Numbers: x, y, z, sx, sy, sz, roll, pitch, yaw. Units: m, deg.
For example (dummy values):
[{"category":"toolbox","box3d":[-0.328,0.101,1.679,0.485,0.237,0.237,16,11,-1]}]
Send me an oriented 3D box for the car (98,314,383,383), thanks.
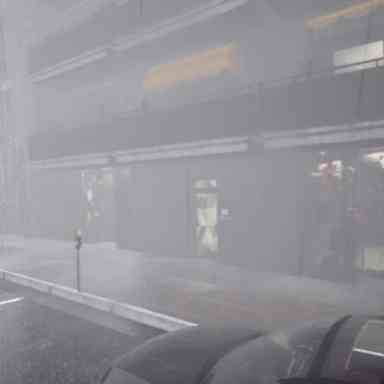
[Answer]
[{"category":"car","box3d":[1.185,1.541,2.037,4.403,1.369,2.008,0,0,35]}]
